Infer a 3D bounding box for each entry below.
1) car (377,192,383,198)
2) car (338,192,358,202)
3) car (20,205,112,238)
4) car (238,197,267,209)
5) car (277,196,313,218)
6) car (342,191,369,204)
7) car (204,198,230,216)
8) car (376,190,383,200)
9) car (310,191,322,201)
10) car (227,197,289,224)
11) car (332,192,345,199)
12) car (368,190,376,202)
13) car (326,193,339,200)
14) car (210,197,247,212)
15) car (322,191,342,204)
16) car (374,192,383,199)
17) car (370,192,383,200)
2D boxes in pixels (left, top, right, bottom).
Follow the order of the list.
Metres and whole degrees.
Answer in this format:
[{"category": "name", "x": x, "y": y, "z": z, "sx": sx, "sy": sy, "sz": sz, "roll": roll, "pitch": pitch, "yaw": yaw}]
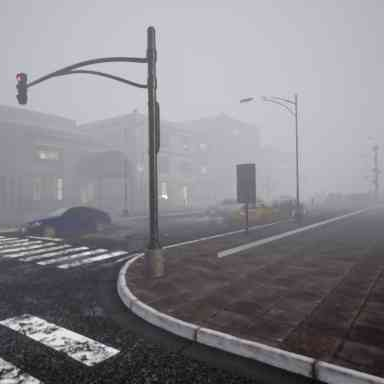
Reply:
[{"category": "car", "x": 43.254, "y": 0.652, "z": 75.091, "sx": 1.887, "sy": 1.381, "sz": 4.507, "roll": -1, "pitch": 0, "yaw": 36}, {"category": "car", "x": 26.651, "y": 0.869, "z": 56.728, "sx": 2.128, "sy": 1.511, "sz": 4.902, "roll": -1, "pitch": 0, "yaw": 36}, {"category": "car", "x": -6.340, "y": 1.444, "z": 17.229, "sx": 1.812, "sy": 1.442, "sz": 4.674, "roll": -1, "pitch": 0, "yaw": 40}, {"category": "car", "x": 7.343, "y": 1.293, "z": 40.026, "sx": 1.802, "sy": 1.307, "sz": 4.206, "roll": -1, "pitch": 0, "yaw": 36}, {"category": "car", "x": 7.599, "y": 1.217, "z": 26.146, "sx": 2.008, "sy": 1.369, "sz": 4.403, "roll": -1, "pitch": 0, "yaw": 36}, {"category": "car", "x": 22.927, "y": 0.898, "z": 46.443, "sx": 1.882, "sy": 1.535, "sz": 5.008, "roll": -1, "pitch": 0, "yaw": 36}, {"category": "car", "x": 3.044, "y": 1.368, "z": 29.729, "sx": 1.895, "sy": 1.301, "sz": 4.718, "roll": -1, "pitch": 0, "yaw": 36}, {"category": "car", "x": 33.654, "y": 0.570, "z": 61.925, "sx": 2.192, "sy": 1.841, "sz": 5.009, "roll": -1, "pitch": 0, "yaw": 36}, {"category": "car", "x": 23.625, "y": 0.769, "z": 62.388, "sx": 2.192, "sy": 1.841, "sz": 5.009, "roll": -1, "pitch": 0, "yaw": 36}, {"category": "car", "x": 4.441, "y": 1.242, "z": 21.811, "sx": 1.752, "sy": 1.417, "sz": 4.829, "roll": -1, "pitch": 0, "yaw": 36}, {"category": "car", "x": 33.399, "y": 0.743, "z": 75.805, "sx": 1.967, "sy": 1.590, "sz": 4.097, "roll": -1, "pitch": 0, "yaw": 36}, {"category": "car", "x": 27.053, "y": 0.860, "z": 52.098, "sx": 1.837, "sy": 1.490, "sz": 4.892, "roll": -1, "pitch": 0, "yaw": 36}, {"category": "car", "x": 30.143, "y": 0.935, "z": 71.333, "sx": 1.802, "sy": 1.307, "sz": 4.206, "roll": -1, "pitch": 0, "yaw": 36}, {"category": "car", "x": 3.985, "y": 1.290, "z": 35.415, "sx": 1.752, "sy": 1.417, "sz": 4.829, "roll": -1, "pitch": 0, "yaw": 36}, {"category": "car", "x": 21.414, "y": 0.811, "z": 49.532, "sx": 2.097, "sy": 1.767, "sz": 4.553, "roll": -1, "pitch": 0, "yaw": 36}, {"category": "car", "x": 40.171, "y": 0.721, "z": 70.871, "sx": 1.947, "sy": 1.339, "sz": 4.313, "roll": -1, "pitch": 0, "yaw": 36}, {"category": "car", "x": 36.914, "y": 0.771, "z": 66.398, "sx": 1.947, "sy": 1.339, "sz": 4.313, "roll": -1, "pitch": 0, "yaw": 36}]
